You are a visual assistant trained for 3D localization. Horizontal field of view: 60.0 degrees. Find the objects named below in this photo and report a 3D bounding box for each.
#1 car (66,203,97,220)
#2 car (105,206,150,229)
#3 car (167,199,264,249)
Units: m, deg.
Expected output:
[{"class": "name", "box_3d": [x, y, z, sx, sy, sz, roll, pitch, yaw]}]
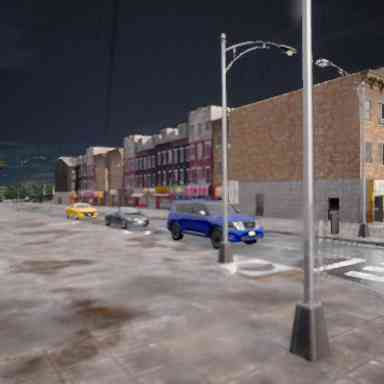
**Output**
[{"class": "car", "box_3d": [-10.877, 1.840, 32.631, 1.882, 1.535, 5.008, -1, 0, -35]}, {"class": "car", "box_3d": [-4.815, 1.776, 24.128, 1.812, 1.442, 4.674, -1, 0, -36]}, {"class": "car", "box_3d": [0.890, 1.396, 16.096, 2.150, 2.045, 5.566, -1, 0, -35]}]
